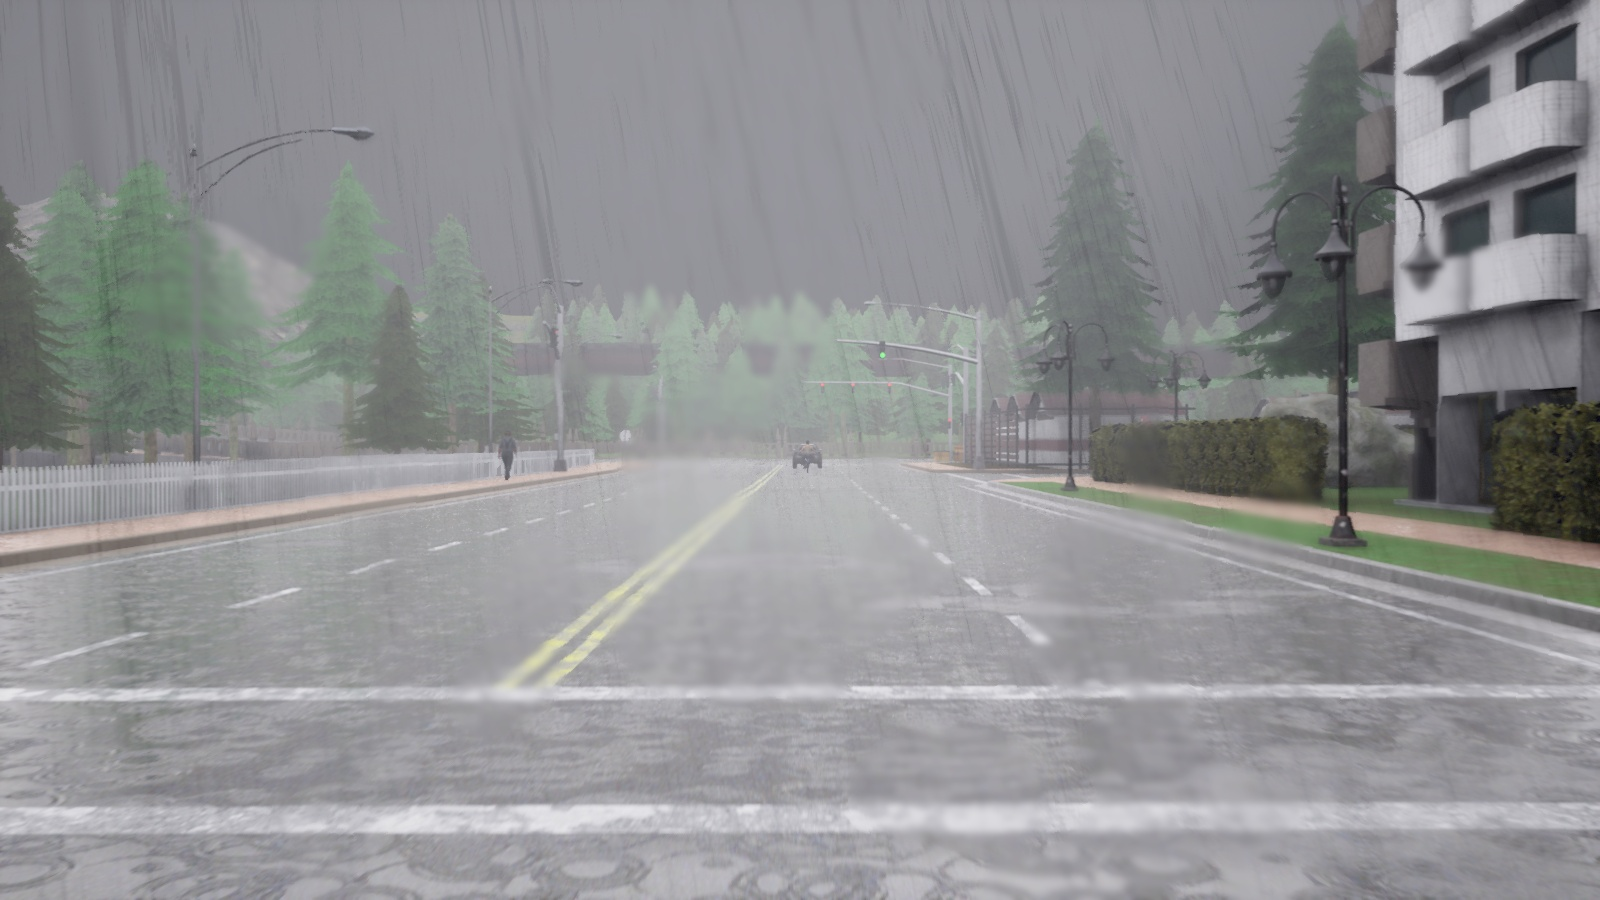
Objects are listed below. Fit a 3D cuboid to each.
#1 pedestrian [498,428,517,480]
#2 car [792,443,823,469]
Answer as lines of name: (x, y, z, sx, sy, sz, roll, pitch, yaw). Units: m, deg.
pedestrian: (-10.553, 0.141, 45.295, 0.540, 1.848, 0.694, 0, 0, -1)
car: (0.439, 0.339, 74.744, 1.816, 1.474, 4.193, 0, 0, 0)
